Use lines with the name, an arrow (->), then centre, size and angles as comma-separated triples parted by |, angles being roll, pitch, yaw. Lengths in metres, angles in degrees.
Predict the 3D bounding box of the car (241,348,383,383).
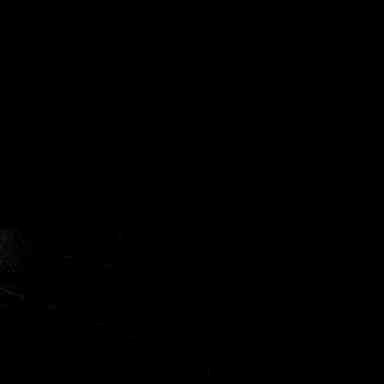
car -> 2.134, 1.570, 1.554 | 4.313, 1.339, 1.947 | 0, 0, 36
